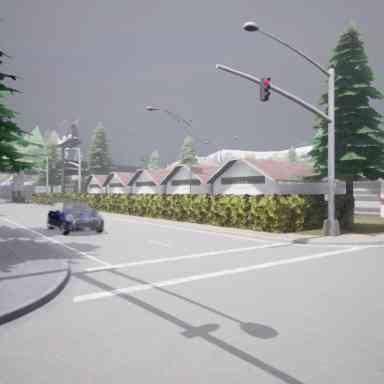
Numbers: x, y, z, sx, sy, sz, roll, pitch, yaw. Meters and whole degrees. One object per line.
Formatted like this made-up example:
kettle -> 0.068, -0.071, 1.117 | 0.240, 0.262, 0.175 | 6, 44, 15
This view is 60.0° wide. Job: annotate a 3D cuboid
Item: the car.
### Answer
car -> -6.622, 1.312, 18.674 | 2.097, 1.767, 4.553 | 0, 0, -37
